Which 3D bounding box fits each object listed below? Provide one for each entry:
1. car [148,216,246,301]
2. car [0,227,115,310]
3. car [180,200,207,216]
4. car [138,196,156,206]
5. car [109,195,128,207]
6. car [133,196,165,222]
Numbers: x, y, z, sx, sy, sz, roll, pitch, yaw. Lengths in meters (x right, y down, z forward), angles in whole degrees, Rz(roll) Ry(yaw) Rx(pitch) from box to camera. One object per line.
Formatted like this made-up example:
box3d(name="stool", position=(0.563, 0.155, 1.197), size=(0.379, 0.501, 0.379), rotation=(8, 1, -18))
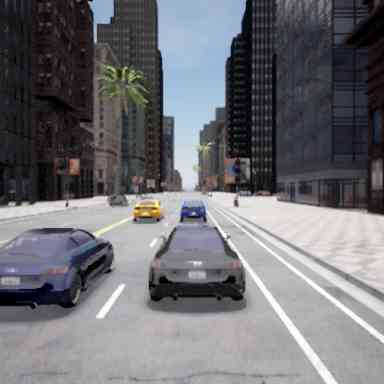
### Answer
box3d(name="car", position=(0.097, 1.508, 8.215), size=(1.994, 1.385, 4.181), rotation=(0, 0, 0))
box3d(name="car", position=(-3.153, 1.511, 7.791), size=(1.994, 1.385, 4.181), rotation=(0, 0, 0))
box3d(name="car", position=(0.095, 1.312, 25.021), size=(1.882, 1.535, 5.008), rotation=(0, 0, 0))
box3d(name="car", position=(-6.578, 1.246, 48.718), size=(1.994, 1.385, 4.181), rotation=(0, 0, 0))
box3d(name="car", position=(-9.844, 1.212, 44.937), size=(1.837, 1.490, 4.892), rotation=(0, 0, 0))
box3d(name="car", position=(-3.157, 1.312, 25.023), size=(1.882, 1.535, 5.008), rotation=(0, 0, 0))
